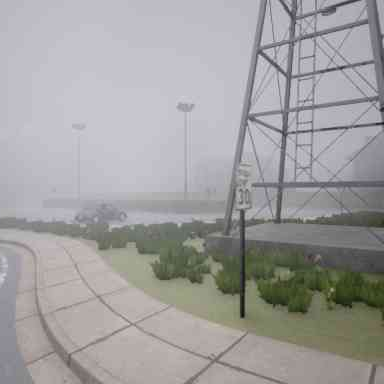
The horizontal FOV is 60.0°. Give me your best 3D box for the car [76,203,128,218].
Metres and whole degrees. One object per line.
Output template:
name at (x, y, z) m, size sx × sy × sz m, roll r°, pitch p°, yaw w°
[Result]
car at (-6.743, 1.536, 24.999) m, size 1.784 × 1.438 × 3.905 m, roll 0°, pitch 0°, yaw 34°
